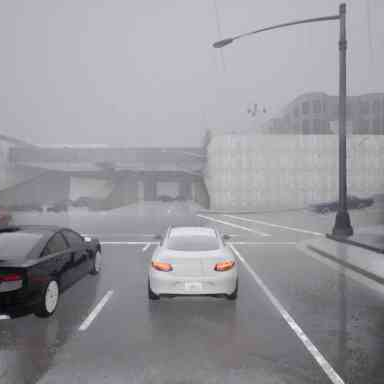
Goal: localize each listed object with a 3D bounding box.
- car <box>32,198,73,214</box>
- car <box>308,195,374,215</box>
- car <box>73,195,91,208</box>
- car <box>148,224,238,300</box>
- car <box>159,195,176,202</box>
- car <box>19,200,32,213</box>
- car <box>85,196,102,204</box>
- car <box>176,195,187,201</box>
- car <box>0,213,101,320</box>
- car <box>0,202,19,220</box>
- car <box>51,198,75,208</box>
[{"bbox_3d":[-14.874,1.491,35.780,2.128,1.511,4.902,0,0,-3],"label":"car"},{"bbox_3d":[12.034,1.012,27.133,4.718,1.301,1.895,-6,0,-1],"label":"car"},{"bbox_3d":[-15.332,1.352,47.498,2.097,1.767,4.553,0,0,-2],"label":"car"},{"bbox_3d":[0.013,1.526,8.268,1.812,1.442,4.674,0,0,0],"label":"car"},{"bbox_3d":[-5.394,1.553,74.350,1.994,1.385,4.181,0,0,5],"label":"car"},{"bbox_3d":[-18.446,1.601,36.880,1.895,1.301,4.718,0,0,-2],"label":"car"},{"bbox_3d":[-19.363,1.547,65.662,2.033,1.411,5.357,0,0,-2],"label":"car"},{"bbox_3d":[-2.916,1.552,83.875,1.994,1.385,4.181,0,0,27],"label":"car"},{"bbox_3d":[-3.480,1.478,7.467,1.882,1.535,5.008,0,0,0],"label":"car"},{"bbox_3d":[-10.934,1.352,16.807,2.097,1.767,4.553,0,0,-6],"label":"car"},{"bbox_3d":[-18.882,1.601,48.970,1.895,1.301,4.718,0,0,-2],"label":"car"}]
